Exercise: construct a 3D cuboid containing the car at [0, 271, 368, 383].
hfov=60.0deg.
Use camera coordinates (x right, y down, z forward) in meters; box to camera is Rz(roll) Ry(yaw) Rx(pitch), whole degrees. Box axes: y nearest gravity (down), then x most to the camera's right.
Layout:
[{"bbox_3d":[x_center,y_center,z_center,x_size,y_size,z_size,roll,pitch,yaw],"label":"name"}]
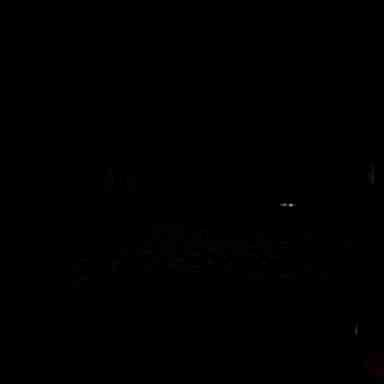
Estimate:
[{"bbox_3d":[-0.531,1.560,2.999,5.357,1.411,2.033,1,0,-35],"label":"car"}]
